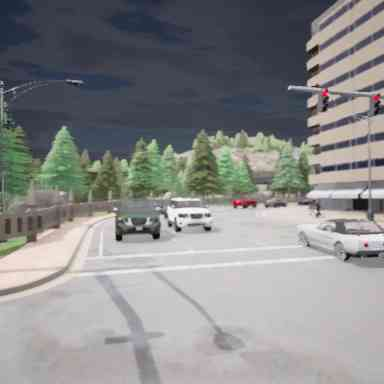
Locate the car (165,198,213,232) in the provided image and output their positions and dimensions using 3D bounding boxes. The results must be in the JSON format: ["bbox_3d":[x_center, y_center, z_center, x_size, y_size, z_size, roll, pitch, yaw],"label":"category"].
[{"bbox_3d":[-0.270,1.401,21.817,2.150,2.045,5.566,0,-1,-12],"label":"car"}]

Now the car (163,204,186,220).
[{"bbox_3d":[-1.579,1.888,32.068,1.895,1.301,4.718,-1,-1,1],"label":"car"}]

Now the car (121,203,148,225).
[{"bbox_3d":[-4.716,1.760,28.075,1.882,1.535,5.008,-1,-1,-5],"label":"car"}]

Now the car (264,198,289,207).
[{"bbox_3d":[15.518,1.899,61.039,4.674,1.442,1.812,0,-1,-37],"label":"car"}]

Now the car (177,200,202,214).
[{"bbox_3d":[-0.266,1.872,42.364,1.837,1.490,4.892,-1,-1,15],"label":"car"}]

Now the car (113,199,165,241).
[{"bbox_3d":[-3.057,1.398,18.306,2.150,2.045,5.566,0,-1,-12],"label":"car"}]

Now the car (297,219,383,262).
[{"bbox_3d":[5.666,1.647,12.432,1.895,1.301,4.718,0,0,-5],"label":"car"}]

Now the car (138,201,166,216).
[{"bbox_3d":[-4.539,1.853,38.423,1.882,1.535,5.008,-1,-1,10],"label":"car"}]

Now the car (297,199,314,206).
[{"bbox_3d":[21.610,1.911,61.022,4.718,1.301,1.895,0,-1,-30],"label":"car"}]

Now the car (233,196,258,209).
[{"bbox_3d":[8.498,1.595,53.032,2.150,2.045,5.566,-1,-1,34],"label":"car"}]

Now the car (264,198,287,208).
[{"bbox_3d":[13.595,1.877,53.997,2.033,1.411,5.357,-1,-1,40],"label":"car"}]

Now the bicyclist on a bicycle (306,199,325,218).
[{"bbox_3d":[10.409,1.427,28.024,1.656,1.620,0.582,-1,0,-8],"label":"bicyclist on a bicycle"}]
